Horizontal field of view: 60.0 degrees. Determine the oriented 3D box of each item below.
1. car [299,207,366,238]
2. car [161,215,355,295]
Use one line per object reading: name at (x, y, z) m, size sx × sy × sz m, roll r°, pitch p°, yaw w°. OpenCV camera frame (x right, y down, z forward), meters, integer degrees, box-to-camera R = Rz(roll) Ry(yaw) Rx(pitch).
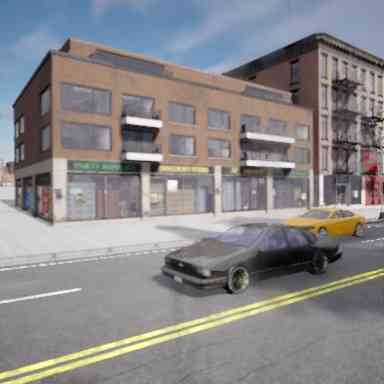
car at (6.539, 1.502, 16.311) m, size 5.008 × 1.535 × 1.882 m, roll 0°, pitch 0°, yaw -35°
car at (1.875, 1.558, 8.939) m, size 5.357 × 1.411 × 2.033 m, roll 0°, pitch 0°, yaw -35°
